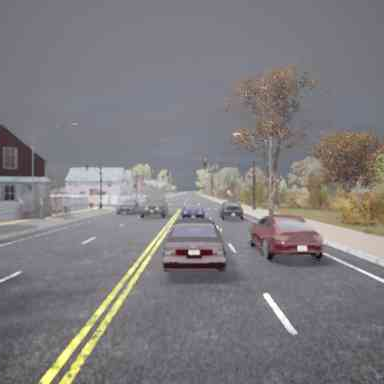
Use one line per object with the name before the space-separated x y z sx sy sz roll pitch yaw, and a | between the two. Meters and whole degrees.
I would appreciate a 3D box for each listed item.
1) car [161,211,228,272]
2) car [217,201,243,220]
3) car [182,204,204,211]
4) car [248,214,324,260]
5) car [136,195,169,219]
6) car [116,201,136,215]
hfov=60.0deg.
car | 0.070 1.574 10.873 2.033 1.411 5.357 0 0 0
car | 3.342 1.568 29.187 1.837 1.490 4.892 0 0 0
car | 0.091 1.663 28.570 1.895 1.301 4.718 0 0 0
car | 3.332 1.556 12.423 1.812 1.442 4.674 0 0 -1
car | -3.326 1.289 30.357 2.150 2.045 5.566 0 0 0
car | -6.553 1.621 35.002 2.033 1.411 5.357 0 0 0
